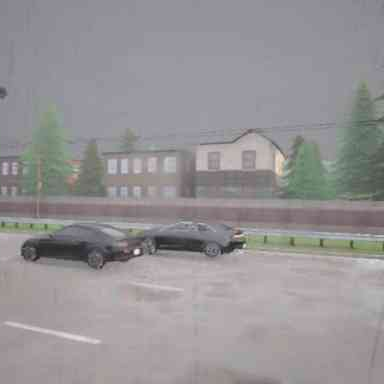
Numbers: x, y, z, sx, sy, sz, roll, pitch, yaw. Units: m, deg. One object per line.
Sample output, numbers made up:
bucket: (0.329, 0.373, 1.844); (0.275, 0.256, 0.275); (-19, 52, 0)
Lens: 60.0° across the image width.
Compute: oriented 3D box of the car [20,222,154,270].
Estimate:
car: (-3.992, 1.838, 12.089); (4.674, 1.442, 1.812); (0, -2, 22)

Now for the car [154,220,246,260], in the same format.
car: (-0.130, 1.943, 14.321); (4.902, 1.511, 2.128); (0, -2, 22)
